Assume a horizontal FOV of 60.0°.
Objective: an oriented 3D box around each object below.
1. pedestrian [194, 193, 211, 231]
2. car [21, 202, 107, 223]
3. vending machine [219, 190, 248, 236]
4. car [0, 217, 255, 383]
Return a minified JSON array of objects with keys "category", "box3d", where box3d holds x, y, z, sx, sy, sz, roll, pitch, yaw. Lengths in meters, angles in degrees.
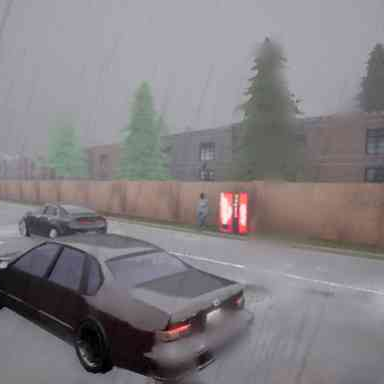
[{"category":"pedestrian","box3d":[0.490,0.911,15.519,0.375,1.860,0.375,2,1,42]},{"category":"car","box3d":[-5.301,1.173,13.462,4.892,1.490,1.837,2,1,43]},{"category":"vending machine","box3d":[1.999,0.988,16.001,0.880,2.100,1.100,2,1,42]},{"category":"car","box3d":[-1.679,1.425,5.472,5.357,1.411,2.033,2,1,39]}]
